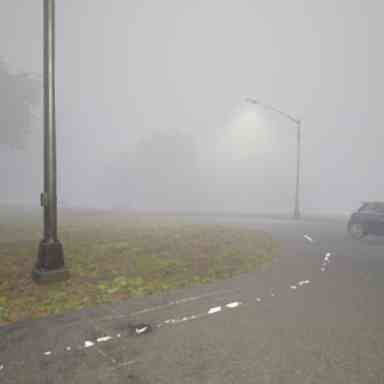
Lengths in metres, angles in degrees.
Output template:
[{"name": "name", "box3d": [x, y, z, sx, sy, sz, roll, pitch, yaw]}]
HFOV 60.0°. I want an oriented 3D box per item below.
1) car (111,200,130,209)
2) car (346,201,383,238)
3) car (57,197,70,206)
[{"name": "car", "box3d": [-12.333, 2.061, 56.870, 2.128, 1.511, 4.902, 4, -3, -35]}, {"name": "car", "box3d": [9.103, 1.237, 14.028, 2.097, 1.767, 4.553, 2, 1, -36]}, {"name": "car", "box3d": [-24.879, 1.762, 64.300, 2.097, 1.767, 4.553, 3, -3, -29]}]
